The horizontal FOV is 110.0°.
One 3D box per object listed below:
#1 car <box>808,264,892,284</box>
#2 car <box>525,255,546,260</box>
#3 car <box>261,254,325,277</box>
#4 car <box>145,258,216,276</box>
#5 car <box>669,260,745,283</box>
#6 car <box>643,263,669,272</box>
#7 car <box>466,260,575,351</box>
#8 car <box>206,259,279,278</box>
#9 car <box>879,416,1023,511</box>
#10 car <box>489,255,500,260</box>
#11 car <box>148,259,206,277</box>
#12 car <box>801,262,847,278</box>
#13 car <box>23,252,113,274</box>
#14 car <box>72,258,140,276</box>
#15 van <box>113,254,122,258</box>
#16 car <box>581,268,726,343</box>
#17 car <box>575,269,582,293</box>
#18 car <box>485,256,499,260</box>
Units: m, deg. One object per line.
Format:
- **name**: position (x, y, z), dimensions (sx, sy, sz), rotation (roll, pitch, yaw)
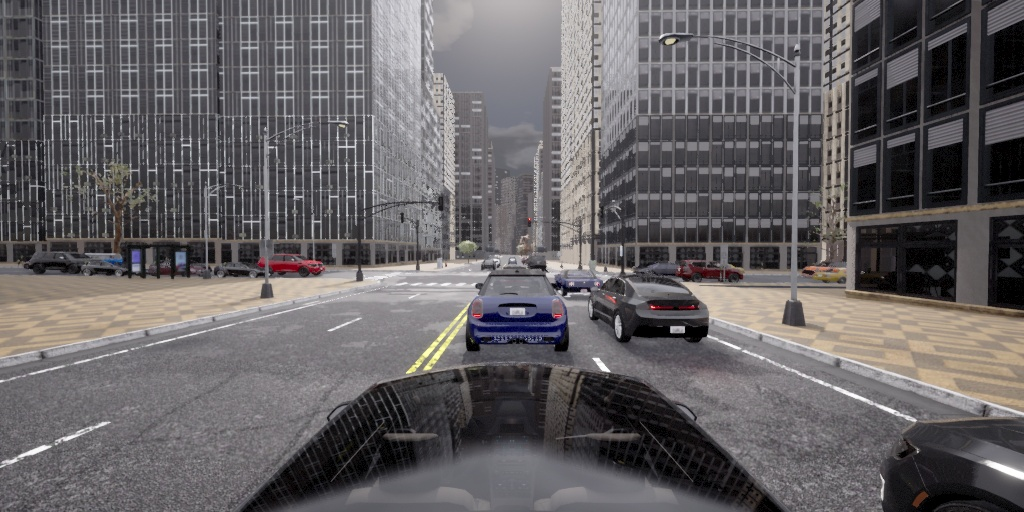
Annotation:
- **car**: position (27.682, 1.579, 29.486), dimensions (4.829, 1.417, 1.751), rotation (0, 0, 1)
- **car**: position (3.130, 0.942, 45.063), dimensions (2.150, 2.045, 5.566), rotation (-1, 0, 0)
- **car**: position (-20.236, 0.808, 32.934), dimensions (5.566, 2.045, 2.150), rotation (0, 1, 1)
- **car**: position (-30.595, 0.997, 33.163), dimensions (4.892, 1.490, 1.837), rotation (1, 1, 1)
- **car**: position (16.234, 1.269, 29.700), dimensions (5.009, 1.841, 2.192), rotation (0, 0, 1)
- **car**: position (14.863, 1.396, 35.485), dimensions (5.357, 1.411, 2.033), rotation (0, 1, 1)
- **car**: position (0.110, 1.099, 9.100), dimensions (2.097, 1.767, 4.553), rotation (0, 0, 0)
- **car**: position (-22.690, 1.174, 30.285), dimensions (4.313, 1.339, 1.948), rotation (0, 0, 1)
- **car**: position (3.345, 1.255, 0.308), dimensions (1.837, 1.490, 4.892), rotation (0, 0, 0)
- **car**: position (-3.242, 0.925, 60.582), dimensions (2.150, 2.045, 5.566), rotation (0, 0, 0)
- **car**: position (-28.374, 1.138, 30.427), dimensions (4.207, 1.307, 1.802), rotation (0, 0, 1)
- **car**: position (31.190, 1.343, 35.192), dimensions (4.553, 1.767, 2.097), rotation (0, 1, 1)
- **car**: position (-41.332, 0.616, 33.405), dimensions (5.566, 2.045, 2.150), rotation (1, 1, 2)
- **car**: position (-34.054, 1.069, 30.608), dimensions (4.313, 1.339, 1.948), rotation (0, 0, 1)
- **van**: position (-45.233, 0.605, 39.286), dimensions (3.998, 1.789, 1.690), rotation (0, 0, 1)
- **car**: position (3.361, 1.251, 9.706), dimensions (1.837, 1.490, 4.892), rotation (0, 0, 0)
- **car**: position (3.376, 1.341, 19.017), dimensions (1.895, 1.301, 4.718), rotation (0, 0, 0)
- **car**: position (-3.271, 1.193, 50.633), dimensions (1.882, 1.535, 5.008), rotation (0, 0, 0)
